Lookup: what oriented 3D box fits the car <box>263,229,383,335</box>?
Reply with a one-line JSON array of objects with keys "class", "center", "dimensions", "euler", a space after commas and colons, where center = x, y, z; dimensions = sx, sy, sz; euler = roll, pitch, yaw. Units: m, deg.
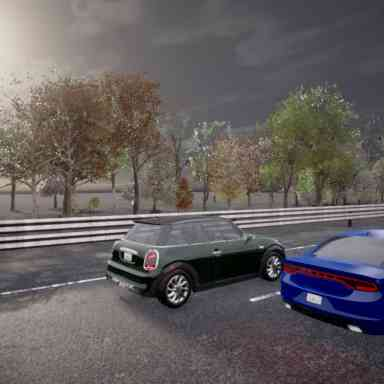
[{"class": "car", "center": [3.878, 1.477, 6.509], "dimensions": [5.008, 1.535, 1.882], "euler": [0, 0, -35]}]

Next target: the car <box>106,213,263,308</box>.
[{"class": "car", "center": [0.321, 1.352, 8.195], "dimensions": [4.553, 1.767, 2.097], "euler": [0, 0, -39]}]
